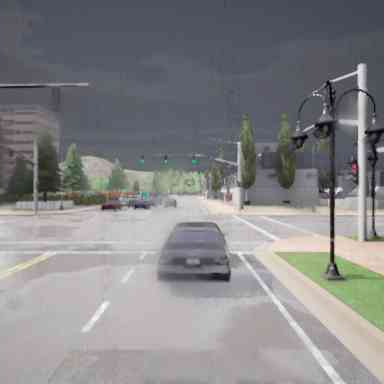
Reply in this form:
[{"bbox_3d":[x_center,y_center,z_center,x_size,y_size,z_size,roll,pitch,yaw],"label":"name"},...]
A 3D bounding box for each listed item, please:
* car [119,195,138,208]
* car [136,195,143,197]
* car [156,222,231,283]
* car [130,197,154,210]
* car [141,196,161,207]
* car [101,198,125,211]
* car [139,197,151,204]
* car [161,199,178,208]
[{"bbox_3d":[-10.560,1.727,53.209,2.128,1.511,4.902,0,0,0],"label":"car"},{"bbox_3d":[-10.501,1.830,63.674,2.033,1.411,5.357,0,0,1],"label":"car"},{"bbox_3d":[0.139,1.592,9.847,2.033,1.411,5.357,0,0,3],"label":"car"},{"bbox_3d":[-7.059,1.811,47.207,1.895,1.301,4.718,0,0,0],"label":"car"},{"bbox_3d":[-7.046,1.800,56.853,2.033,1.411,5.357,0,0,0],"label":"car"},{"bbox_3d":[-10.567,1.796,43.941,1.895,1.301,4.718,0,0,0],"label":"car"},{"bbox_3d":[-10.461,1.869,74.162,2.033,1.411,5.357,0,0,0],"label":"car"},{"bbox_3d":[-3.361,1.787,54.045,2.033,1.411,5.357,0,0,0],"label":"car"}]
